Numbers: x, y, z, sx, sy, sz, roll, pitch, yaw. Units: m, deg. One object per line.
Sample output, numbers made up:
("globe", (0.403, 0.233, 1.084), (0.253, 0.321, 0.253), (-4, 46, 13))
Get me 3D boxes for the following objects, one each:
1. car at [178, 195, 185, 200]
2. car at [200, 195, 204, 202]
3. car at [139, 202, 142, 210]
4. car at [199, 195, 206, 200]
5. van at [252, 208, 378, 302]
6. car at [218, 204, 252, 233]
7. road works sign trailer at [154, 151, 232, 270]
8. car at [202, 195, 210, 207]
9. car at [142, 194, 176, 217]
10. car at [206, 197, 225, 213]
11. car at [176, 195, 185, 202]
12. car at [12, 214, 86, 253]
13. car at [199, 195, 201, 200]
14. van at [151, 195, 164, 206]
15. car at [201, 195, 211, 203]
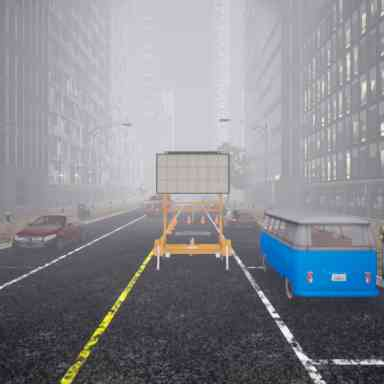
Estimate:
("car", (-2.759, 1.450, 91.008), (1.812, 1.442, 4.674), (0, 0, 0))
("car", (2.832, 1.538, 53.515), (2.008, 1.369, 4.403), (0, 0, 0))
("car", (-5.580, 1.548, 42.156), (2.008, 1.369, 4.403), (0, 0, 0))
("car", (2.939, 1.463, 93.362), (1.887, 1.381, 4.507), (0, 0, 0))
("van", (2.709, 1.341, 7.976), (1.690, 1.788, 3.998), (0, 0, 0))
("car", (2.740, 1.581, 19.360), (1.802, 1.307, 4.206), (0, 0, 0))
("road works sign trailer", (0.027, 0.464, 11.002), (2.380, 3.560, 2.880), (0, 0, 0))
("car", (2.817, 1.544, 47.822), (2.008, 1.369, 4.403), (0, 0, 0))
("car", (-3.017, 1.220, 31.763), (2.150, 2.045, 5.566), (0, 0, 0))
("car", (2.786, 1.581, 36.438), (1.802, 1.307, 4.206), (0, 0, 0))
("car", (-2.807, 1.551, 72.909), (1.895, 1.301, 4.718), (0, 0, 0))
("car", (-5.656, 1.582, 13.693), (1.802, 1.307, 4.206), (0, 0, 0))
("car", (2.863, 1.410, 64.900), (1.967, 1.590, 4.097), (0, 0, 0))
("van", (-5.548, 1.328, 53.541), (1.690, 1.788, 3.998), (0, 0, 0))
("car", (2.878, 1.401, 70.592), (1.967, 1.590, 4.097), (0, 0, 0))
